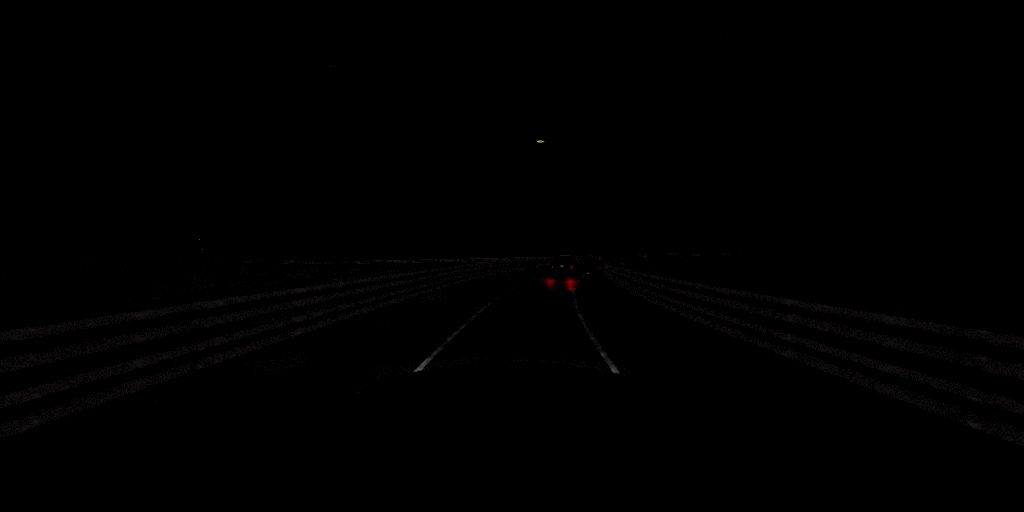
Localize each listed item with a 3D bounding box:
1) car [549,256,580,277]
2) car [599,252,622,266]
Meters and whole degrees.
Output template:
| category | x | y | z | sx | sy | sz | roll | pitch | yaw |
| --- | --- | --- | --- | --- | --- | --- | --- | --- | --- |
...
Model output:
| category | x | y | z | sx | sy | sz | roll | pitch | yaw |
| --- | --- | --- | --- | --- | --- | --- | --- | --- | --- |
| car | 4.572 | 0.802 | 30.579 | 2.097 | 1.767 | 4.553 | 0 | 1 | 16 |
| car | 14.821 | 0.370 | 53.816 | 2.150 | 2.045 | 5.566 | 1 | 1 | 32 |
